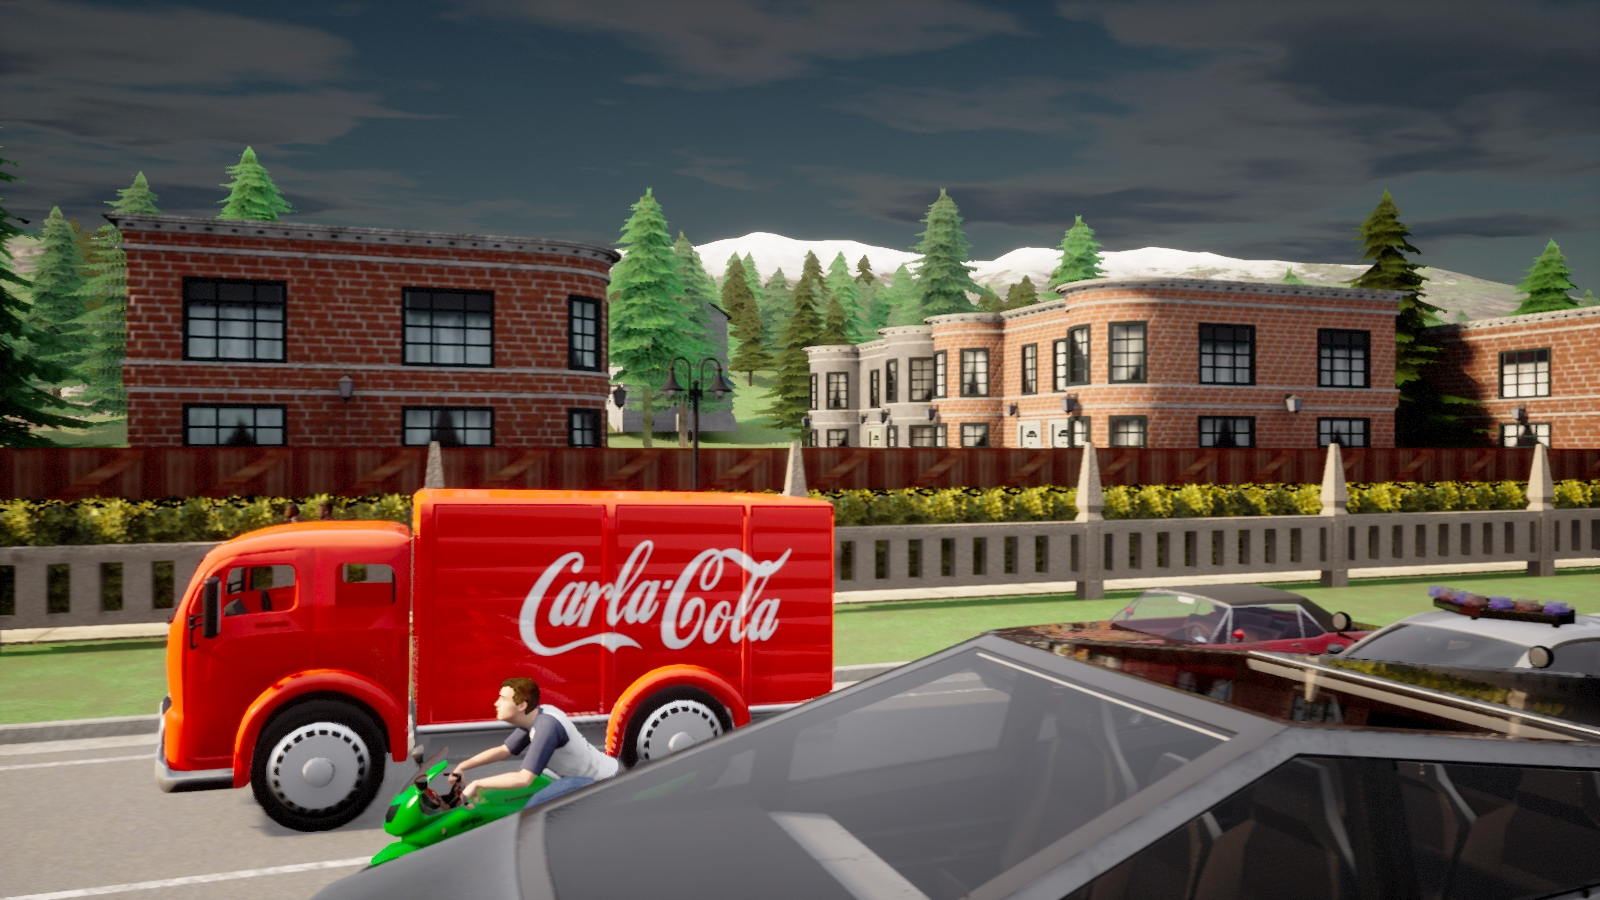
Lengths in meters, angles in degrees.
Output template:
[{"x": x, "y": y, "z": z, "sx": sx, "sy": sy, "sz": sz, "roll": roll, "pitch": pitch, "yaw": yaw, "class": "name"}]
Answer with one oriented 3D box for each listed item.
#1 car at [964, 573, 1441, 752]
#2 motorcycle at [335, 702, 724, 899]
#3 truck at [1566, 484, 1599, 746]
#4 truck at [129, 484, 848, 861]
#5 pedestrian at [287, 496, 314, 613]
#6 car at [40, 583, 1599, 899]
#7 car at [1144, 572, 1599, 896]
[{"x": 4.322, "y": 2.154, "z": 12.312, "sx": 4.718, "sy": 1.301, "sz": 1.895, "roll": 0, "pitch": 0, "yaw": -20, "class": "car"}, {"x": -1.521, "y": 2.186, "z": 6.468, "sx": 2.033, "sy": 1.199, "sz": 0.803, "roll": 0, "pitch": 0, "yaw": -20, "class": "motorcycle"}, {"x": 10.359, "y": 1.567, "z": 10.781, "sx": 5.204, "sy": 2.467, "sz": 2.627, "roll": 0, "pitch": 0, "yaw": -20, "class": "truck"}, {"x": -2.512, "y": 1.582, "z": 9.837, "sx": 5.204, "sy": 2.467, "sz": 2.627, "roll": 1, "pitch": 0, "yaw": -20, "class": "truck"}, {"x": -8.158, "y": 1.698, "z": 18.666, "sx": 0.375, "sy": 1.860, "sz": 0.375, "roll": 0, "pitch": 0, "yaw": -20, "class": "pedestrian"}, {"x": 1.412, "y": 1.753, "z": 3.810, "sx": 6.274, "sy": 2.098, "sz": 2.390, "roll": 0, "pitch": 0, "yaw": -20, "class": "car"}, {"x": 5.574, "y": 1.982, "z": 9.044, "sx": 5.238, "sy": 1.638, "sz": 2.097, "roll": 0, "pitch": 0, "yaw": -20, "class": "car"}]
